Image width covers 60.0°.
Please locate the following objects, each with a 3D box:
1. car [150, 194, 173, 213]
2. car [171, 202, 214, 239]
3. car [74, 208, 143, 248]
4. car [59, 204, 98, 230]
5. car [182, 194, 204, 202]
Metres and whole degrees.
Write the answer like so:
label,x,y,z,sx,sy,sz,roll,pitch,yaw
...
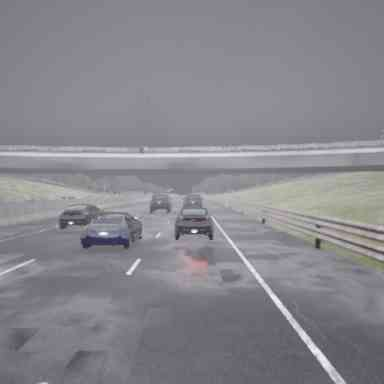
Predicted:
label,x,y,z,sx,sy,sz,roll,pitch,yaw
car,-3.406,1.235,37.058,2.150,2.045,5.566,0,0,0
car,0.102,1.512,17.355,1.837,1.490,4.892,0,0,0
car,-3.398,1.570,14.766,1.994,1.385,4.181,0,0,0
car,-6.897,1.513,21.369,1.837,1.490,4.892,0,0,0
car,0.106,1.235,37.047,2.150,2.045,5.566,0,0,0
